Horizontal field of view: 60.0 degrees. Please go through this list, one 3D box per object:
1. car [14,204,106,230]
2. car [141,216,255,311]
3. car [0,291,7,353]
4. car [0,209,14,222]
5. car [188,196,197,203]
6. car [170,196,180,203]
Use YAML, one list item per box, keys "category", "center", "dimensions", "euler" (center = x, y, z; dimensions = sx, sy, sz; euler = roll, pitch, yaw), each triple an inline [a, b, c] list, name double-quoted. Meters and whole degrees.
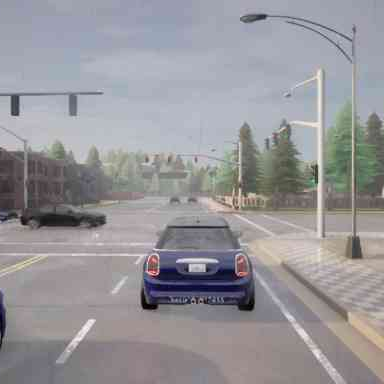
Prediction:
- category: "car"
  center: [-7.834, 1.477, 20.464]
  dimensions: [5.008, 1.535, 1.882]
  euler: [0, 0, 2]
- category: "car"
  center: [0.162, 1.352, 7.953]
  dimensions: [2.097, 1.767, 4.553]
  euler: [0, 0, 2]
- category: "car"
  center: [-3.440, 1.478, 2.501]
  dimensions: [1.882, 1.535, 5.008]
  euler: [0, 0, 0]
- category: "car"
  center: [-15.800, 1.548, 24.374]
  dimensions: [5.357, 1.411, 2.033]
  euler: [0, 0, -5]
- category: "car"
  center: [0.067, 1.505, 68.241]
  dimensions: [1.837, 1.490, 4.892]
  euler: [0, 0, 0]
- category: "car"
  center: [-3.433, 1.505, 68.244]
  dimensions: [1.837, 1.490, 4.892]
  euler: [0, 0, 0]
